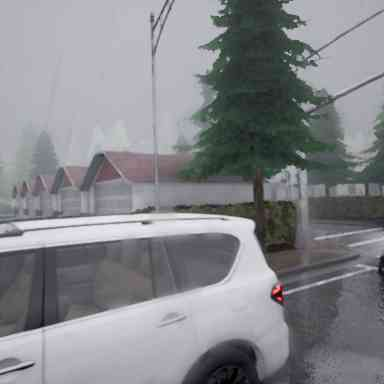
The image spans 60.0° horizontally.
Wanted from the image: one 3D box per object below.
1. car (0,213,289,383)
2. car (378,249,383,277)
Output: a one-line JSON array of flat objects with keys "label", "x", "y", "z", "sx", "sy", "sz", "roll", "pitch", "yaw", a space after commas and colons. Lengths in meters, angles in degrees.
[{"label": "car", "x": -1.582, "y": 1.280, "z": 2.883, "sx": 5.566, "sy": 2.045, "sz": 2.150, "roll": 0, "pitch": -1, "yaw": -34}, {"label": "car", "x": 6.492, "y": 1.495, "z": 8.407, "sx": 4.181, "sy": 1.385, "sz": 1.994, "roll": 1, "pitch": -2, "yaw": -37}]
